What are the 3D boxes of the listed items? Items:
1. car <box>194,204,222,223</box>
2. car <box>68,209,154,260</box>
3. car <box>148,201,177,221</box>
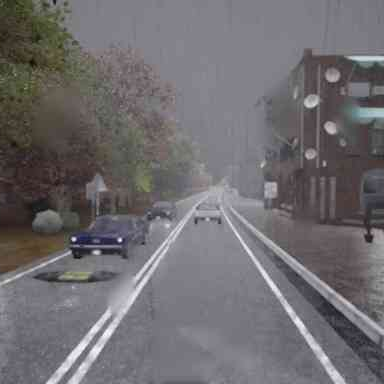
[{"bbox_3d":[1.150,1.480,24.221,1.895,1.301,4.718,0,1,3],"label":"car"},{"bbox_3d":[-2.846,1.547,12.419,1.895,1.301,4.718,0,0,3],"label":"car"},{"bbox_3d":[-2.202,1.390,25.866,2.033,1.411,5.357,0,1,3],"label":"car"}]
